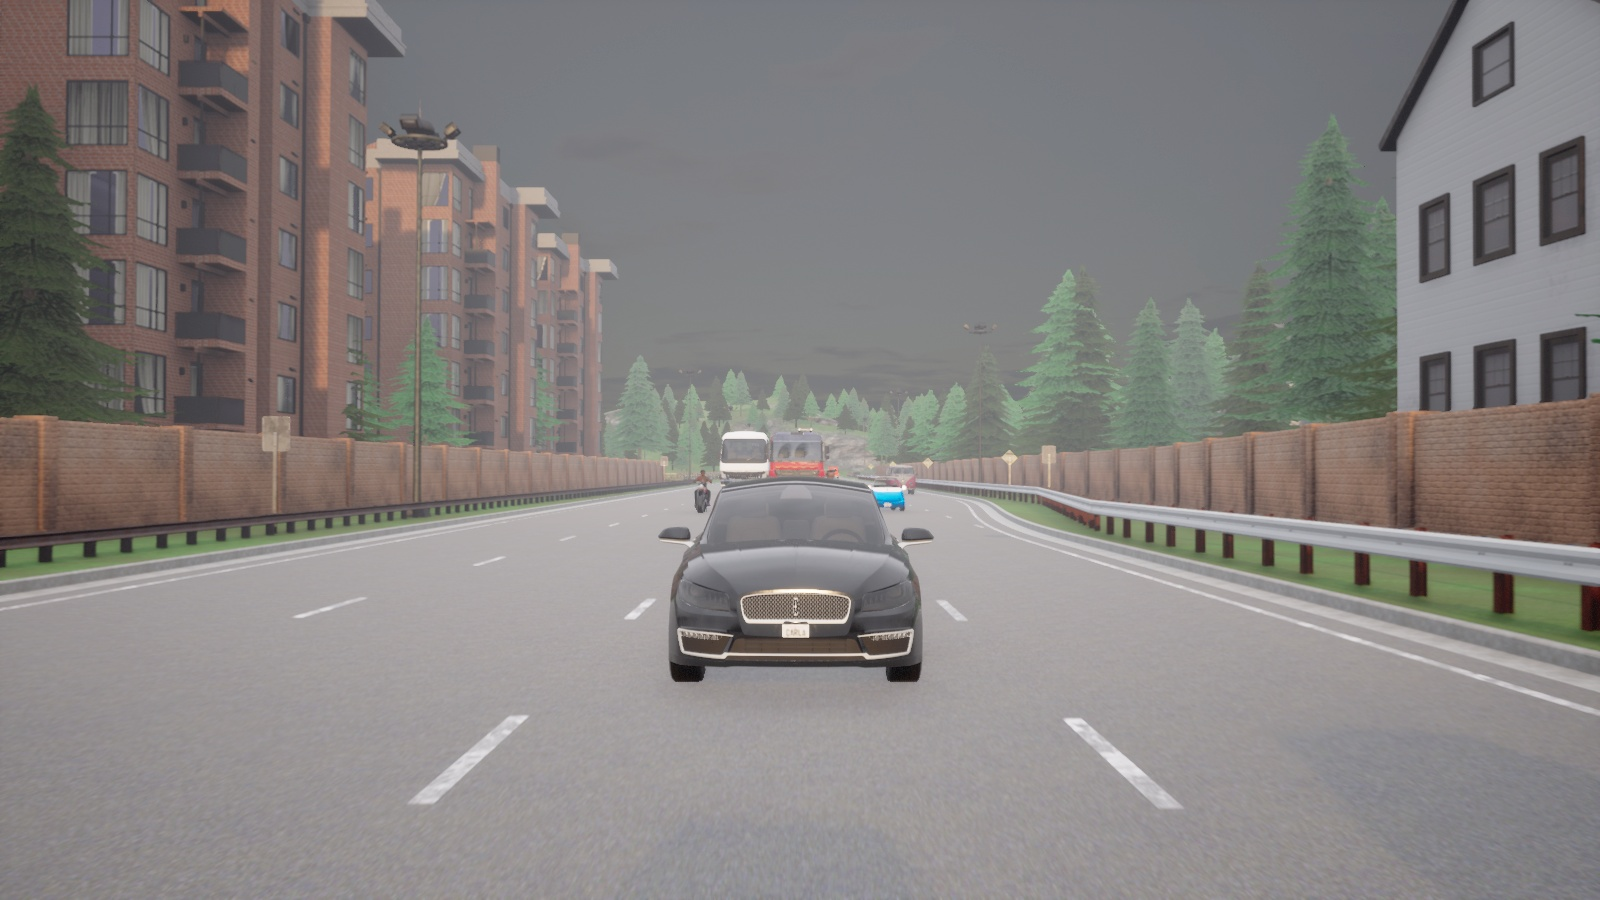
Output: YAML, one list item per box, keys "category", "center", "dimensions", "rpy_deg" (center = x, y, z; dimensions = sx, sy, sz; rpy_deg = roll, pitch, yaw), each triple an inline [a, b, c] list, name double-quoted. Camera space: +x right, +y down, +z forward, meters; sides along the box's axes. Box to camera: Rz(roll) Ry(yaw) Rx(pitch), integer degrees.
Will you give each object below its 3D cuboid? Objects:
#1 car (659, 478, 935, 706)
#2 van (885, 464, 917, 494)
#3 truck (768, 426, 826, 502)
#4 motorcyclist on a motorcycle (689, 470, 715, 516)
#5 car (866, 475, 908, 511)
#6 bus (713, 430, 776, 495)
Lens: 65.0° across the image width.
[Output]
- category: "car"
  center: [-0.026, 1.001, 10.840]
  dimensions: [1.837, 1.490, 4.892]
  rpy_deg: [0, -1, 0]
- category: "van"
  center: [6.794, 1.956, 84.597]
  dimensions: [1.775, 1.987, 4.442]
  rpy_deg: [0, -1, 0]
- category: "truck"
  center: [-0.168, 0.782, 67.576]
  dimensions: [2.891, 3.827, 8.468]
  rpy_deg: [0, -1, 0]
- category: "motorcyclist on a motorcycle"
  center: [-3.613, 1.558, 46.519]
  dimensions: [0.766, 1.649, 2.350]
  rpy_deg: [0, -1, 0]
- category: "car"
  center: [3.381, 1.678, 49.142]
  dimensions: [1.481, 1.376, 2.207]
  rpy_deg: [0, -1, 0]
- category: "bus"
  center: [-3.717, 0.914, 87.265]
  dimensions: [3.944, 4.253, 10.273]
  rpy_deg: [0, -1, 0]
